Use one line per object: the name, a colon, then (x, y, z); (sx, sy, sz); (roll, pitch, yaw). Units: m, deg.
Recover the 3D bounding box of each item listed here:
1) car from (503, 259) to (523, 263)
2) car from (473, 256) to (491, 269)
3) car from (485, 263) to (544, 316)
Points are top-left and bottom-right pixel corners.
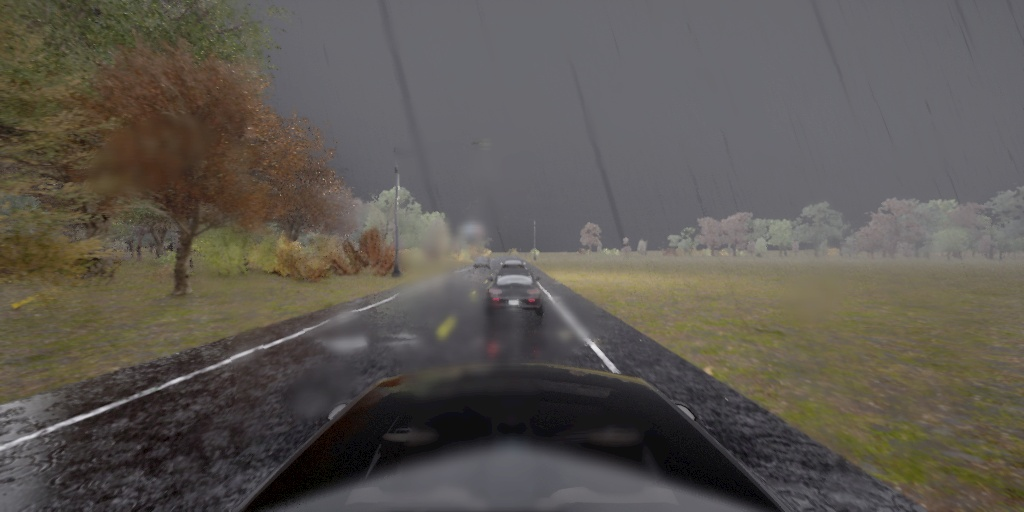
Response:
car: (0.083, 0.945, 28.526); (1.882, 1.535, 5.008); (0, 1, 0)
car: (-3.597, 0.814, 43.625); (1.837, 1.490, 4.892); (0, 0, 0)
car: (0.086, 1.160, 12.641); (1.812, 1.442, 4.674); (0, 1, 0)
